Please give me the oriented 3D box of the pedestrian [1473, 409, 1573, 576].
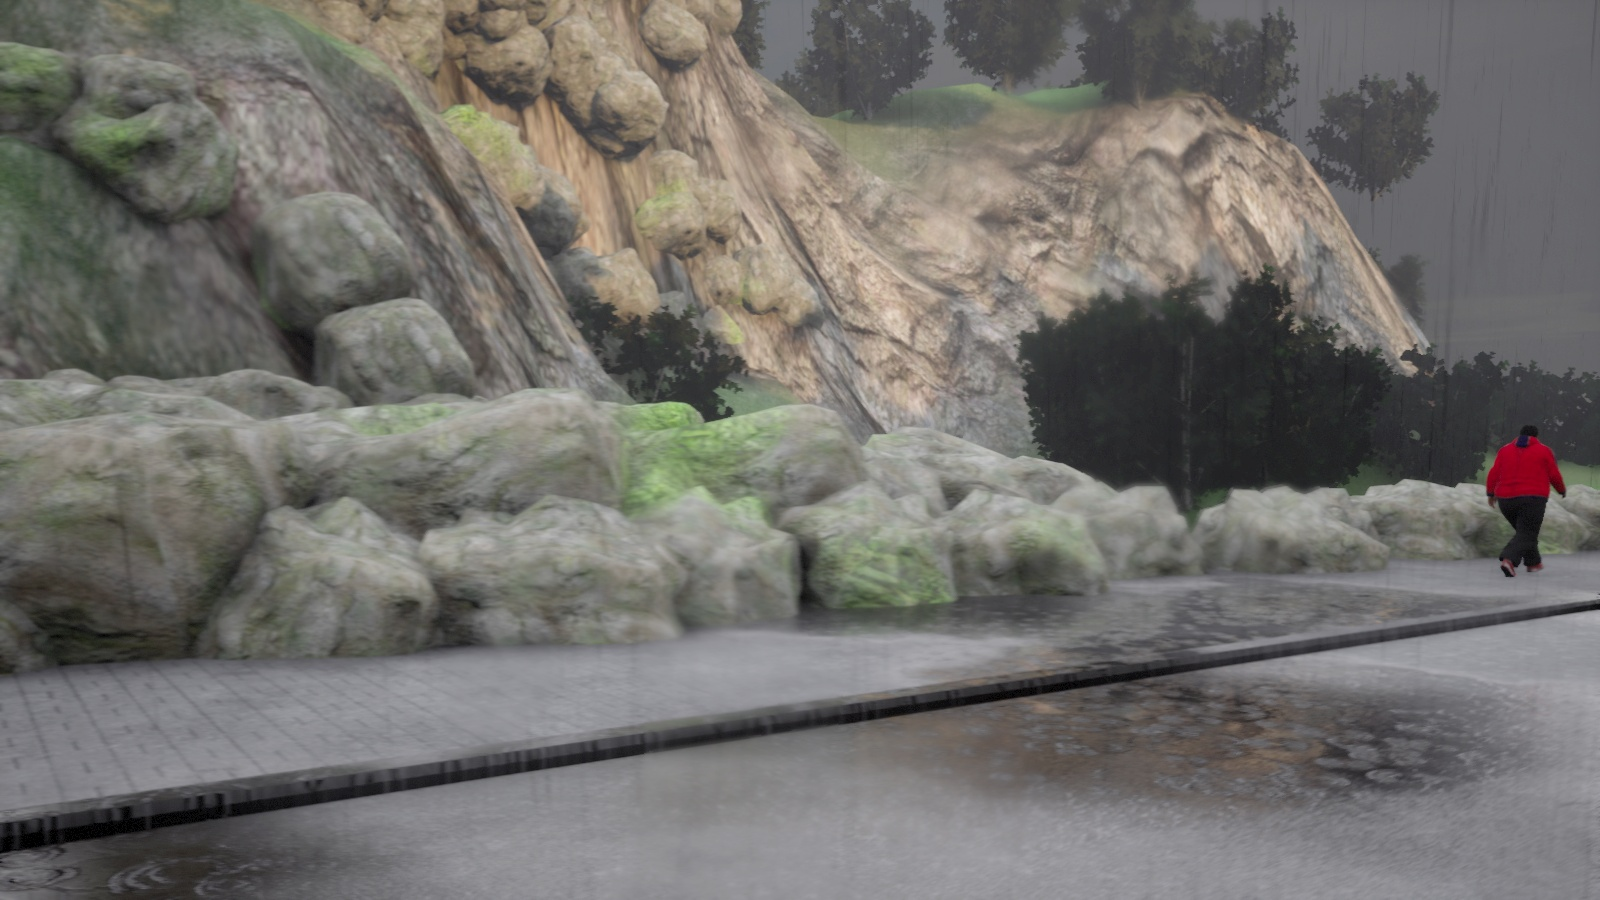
[{"bbox_3d":[8.289,0.472,14.401,0.899,1.844,0.634,0,0,-32],"label":"pedestrian"}]
